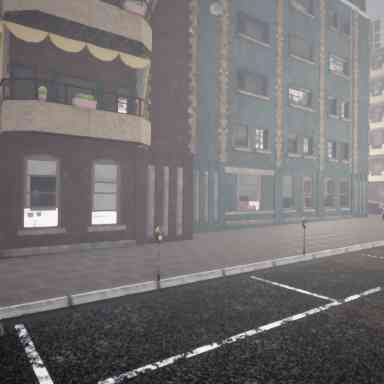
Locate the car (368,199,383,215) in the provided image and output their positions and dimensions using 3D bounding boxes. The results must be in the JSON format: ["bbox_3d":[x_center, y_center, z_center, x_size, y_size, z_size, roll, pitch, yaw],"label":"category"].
[{"bbox_3d":[16.142,1.241,32.640,2.192,1.841,5.009,1,0,-36],"label":"car"}]

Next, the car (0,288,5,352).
[{"bbox_3d":[-4.195,1.566,3.097,4.313,1.339,1.947,0,1,-35],"label":"car"}]
